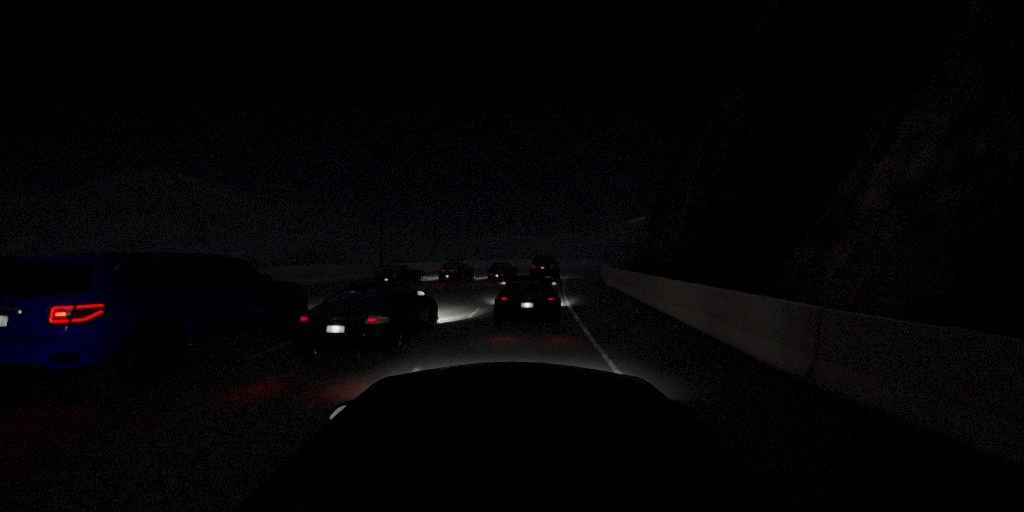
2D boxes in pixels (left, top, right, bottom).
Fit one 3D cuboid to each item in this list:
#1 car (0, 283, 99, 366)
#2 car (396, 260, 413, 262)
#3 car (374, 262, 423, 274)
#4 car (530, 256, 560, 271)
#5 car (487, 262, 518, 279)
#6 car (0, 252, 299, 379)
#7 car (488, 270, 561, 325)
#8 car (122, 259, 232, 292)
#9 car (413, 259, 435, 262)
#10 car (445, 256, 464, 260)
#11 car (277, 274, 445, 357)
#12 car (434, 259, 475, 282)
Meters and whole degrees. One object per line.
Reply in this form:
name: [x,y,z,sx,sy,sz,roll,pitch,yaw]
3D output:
car: [-10.244,1.291,5.907,1.994,1.385,4.181,0,0,2]
car: [-17.761,1.319,62.521,1.994,1.385,4.181,0,0,19]
car: [-8.357,1.351,26.944,1.895,1.301,4.718,0,0,9]
car: [2.813,1.003,30.162,2.150,2.045,5.566,0,0,10]
car: [-0.741,1.277,30.036,1.837,1.490,4.892,0,0,10]
car: [-6.723,0.959,7.433,2.150,2.045,5.566,0,0,2]
car: [0.549,1.324,11.862,1.994,1.385,4.181,0,0,4]
car: [-19.828,1.068,21.563,2.097,1.767,4.553,0,0,7]
car: [-14.448,1.289,61.459,1.812,1.442,4.674,0,0,19]
car: [-10.269,0.998,62.797,2.150,2.045,5.566,0,0,20]
car: [-3.149,1.312,8.568,1.994,1.385,4.181,0,0,2]
car: [-4.435,1.267,29.188,1.837,1.490,4.892,0,0,9]
